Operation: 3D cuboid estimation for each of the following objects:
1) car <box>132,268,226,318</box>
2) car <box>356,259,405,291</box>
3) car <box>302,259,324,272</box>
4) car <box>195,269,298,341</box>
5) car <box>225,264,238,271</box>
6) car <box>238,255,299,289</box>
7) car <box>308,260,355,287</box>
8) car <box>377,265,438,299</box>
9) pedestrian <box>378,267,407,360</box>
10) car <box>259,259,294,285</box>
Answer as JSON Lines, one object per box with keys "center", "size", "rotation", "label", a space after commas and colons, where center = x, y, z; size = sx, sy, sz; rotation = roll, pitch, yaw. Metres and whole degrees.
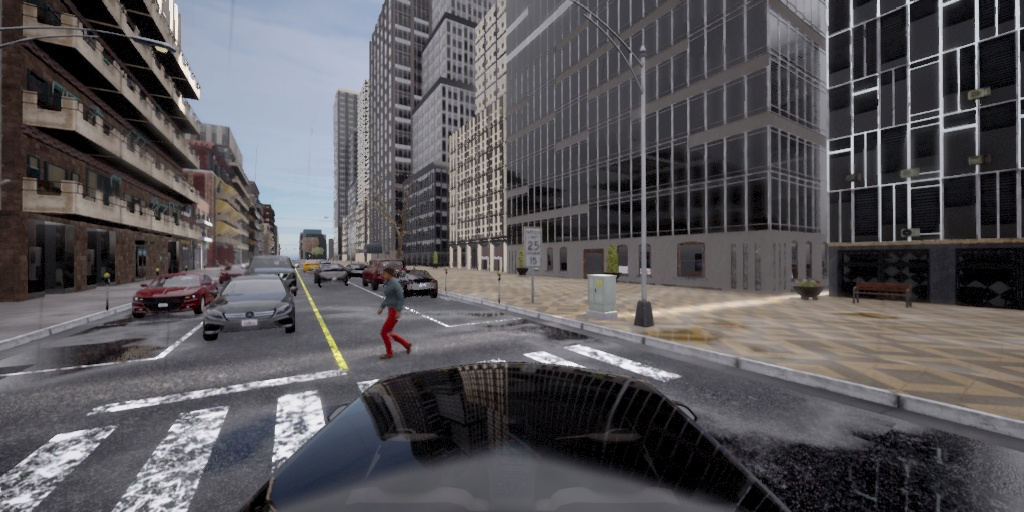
{"center": [-12.124, 1.299, 13.145], "size": [1.888, 1.381, 4.507], "rotation": [0, 0, -32], "label": "car"}
{"center": [-7.921, 1.071, 22.258], "size": [2.192, 1.841, 5.009], "rotation": [0, 0, -32], "label": "car"}
{"center": [-25.737, 1.258, 45.997], "size": [1.882, 1.535, 5.008], "rotation": [0, 0, -32], "label": "car"}
{"center": [-7.255, 1.278, 10.214], "size": [1.812, 1.442, 4.674], "rotation": [0, 0, -32], "label": "car"}
{"center": [-20.870, 1.310, 27.216], "size": [1.888, 1.381, 4.507], "rotation": [0, 0, -32], "label": "car"}
{"center": [-12.496, 0.978, 18.636], "size": [2.150, 2.045, 5.566], "rotation": [0, 0, -32], "label": "car"}
{"center": [-12.650, 1.251, 24.956], "size": [2.128, 1.511, 4.902], "rotation": [0, 0, -32], "label": "car"}
{"center": [-5.005, 1.319, 17.567], "size": [1.948, 1.339, 4.313], "rotation": [0, 0, -32], "label": "car"}
{"center": [-2.333, 1.044, 6.960], "size": [0.375, 1.860, 0.375], "rotation": [0, 0, -32], "label": "pedestrian"}
{"center": [-17.927, 1.115, 27.368], "size": [2.097, 1.767, 4.553], "rotation": [0, 0, -33], "label": "car"}
